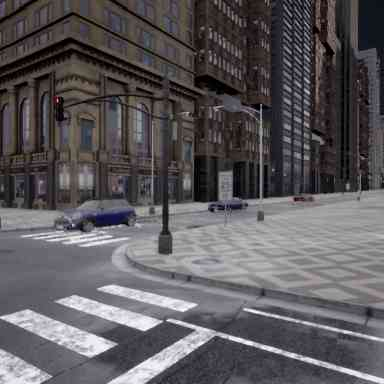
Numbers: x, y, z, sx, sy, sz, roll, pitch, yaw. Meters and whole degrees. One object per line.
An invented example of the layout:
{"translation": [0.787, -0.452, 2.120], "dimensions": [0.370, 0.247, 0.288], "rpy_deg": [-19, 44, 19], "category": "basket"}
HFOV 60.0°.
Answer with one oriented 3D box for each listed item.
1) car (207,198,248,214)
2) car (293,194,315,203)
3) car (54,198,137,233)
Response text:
{"translation": [3.330, 1.206, 30.452], "dimensions": [1.895, 1.301, 4.718], "rpy_deg": [0, 1, 36], "category": "car"}
{"translation": [16.390, 0.909, 48.624], "dimensions": [1.895, 1.301, 4.718], "rpy_deg": [0, 1, 36], "category": "car"}
{"translation": [-5.246, 1.156, 18.429], "dimensions": [2.097, 1.767, 4.553], "rpy_deg": [0, 1, 35], "category": "car"}
